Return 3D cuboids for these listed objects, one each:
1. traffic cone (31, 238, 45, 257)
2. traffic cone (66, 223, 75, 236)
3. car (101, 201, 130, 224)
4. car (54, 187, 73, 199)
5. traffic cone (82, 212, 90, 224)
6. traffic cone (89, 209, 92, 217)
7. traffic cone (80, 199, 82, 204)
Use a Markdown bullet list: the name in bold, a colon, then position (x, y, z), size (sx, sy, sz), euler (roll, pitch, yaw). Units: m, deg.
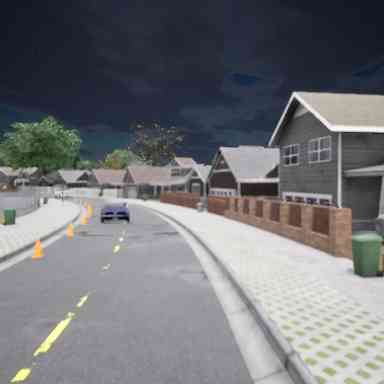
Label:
- **traffic cone**: position (-5.112, 1.836, 11.039), size (0.340, 0.580, 0.340), euler (0, 1, -7)
- **traffic cone**: position (-5.795, 1.770, 15.874), size (0.340, 0.580, 0.340), euler (0, 1, -9)
- **car**: position (-5.142, 1.305, 22.385), size (1.895, 1.301, 4.718), euler (0, 1, -13)
- **car**: position (-23.637, 0.182, 61.093), size (2.150, 2.045, 5.566), euler (-1, 2, -36)
- **traffic cone**: position (-6.704, 1.696, 20.672), size (0.340, 0.580, 0.340), euler (0, 1, -12)
- **traffic cone**: position (-7.837, 1.615, 25.421), size (0.340, 0.580, 0.340), euler (-1, 1, -15)
- **traffic cone**: position (-14.543, 1.245, 43.736), size (0.340, 0.580, 0.340), euler (-1, 1, -25)
